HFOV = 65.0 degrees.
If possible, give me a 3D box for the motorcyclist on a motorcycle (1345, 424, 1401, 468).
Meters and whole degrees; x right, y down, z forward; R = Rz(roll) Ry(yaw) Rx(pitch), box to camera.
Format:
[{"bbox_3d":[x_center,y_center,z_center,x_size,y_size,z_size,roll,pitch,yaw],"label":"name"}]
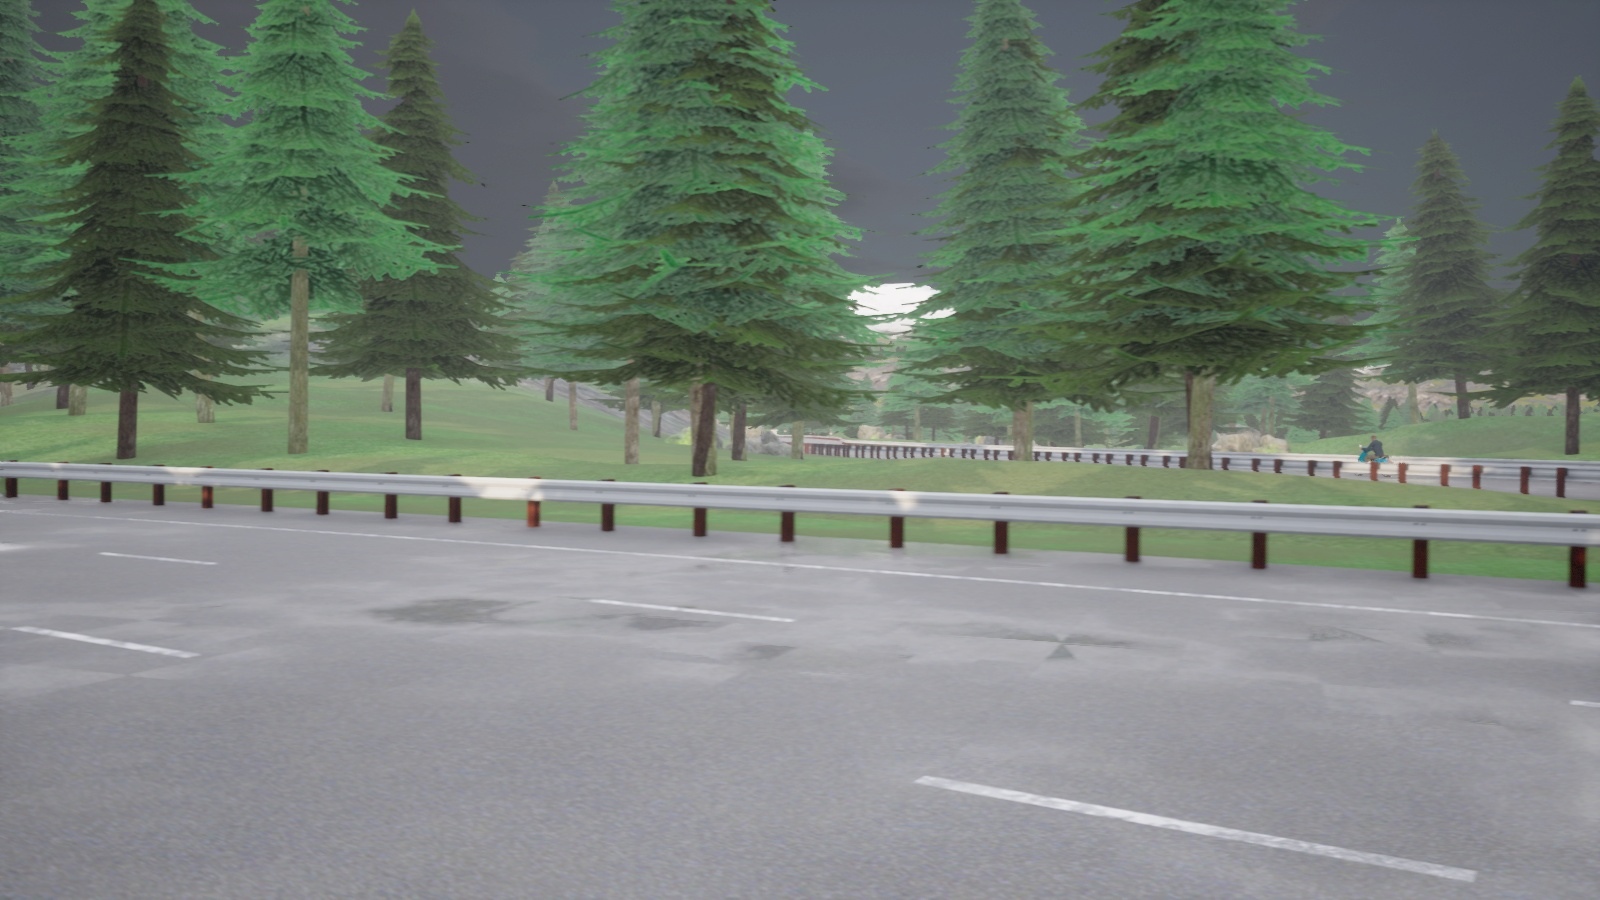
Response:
[{"bbox_3d":[21.227,-0.152,46.543,0.866,1.590,1.817,-1,1,-22],"label":"motorcyclist on a motorcycle"}]
